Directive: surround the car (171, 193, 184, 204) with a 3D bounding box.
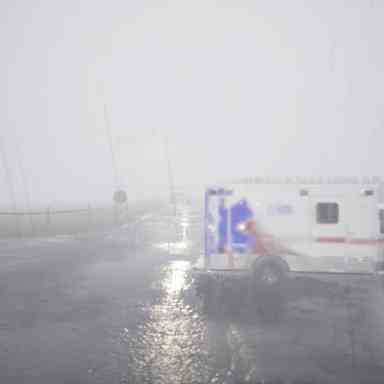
[{"bbox_3d":[-2.740,1.159,62.195,2.150,2.045,5.566,0,0,0],"label":"car"}]

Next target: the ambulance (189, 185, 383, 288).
[{"bbox_3d":[3.293,1.033,8.688,6.366,2.431,2.351,0,1,6],"label":"ambulance"}]

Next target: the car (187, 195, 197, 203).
[{"bbox_3d":[0.011,1.432,68.060,1.837,1.490,4.892,0,0,0],"label":"car"}]

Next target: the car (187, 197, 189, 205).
[{"bbox_3d":[0.009,1.545,58.085,1.895,1.301,4.718,0,0,0],"label":"car"}]
